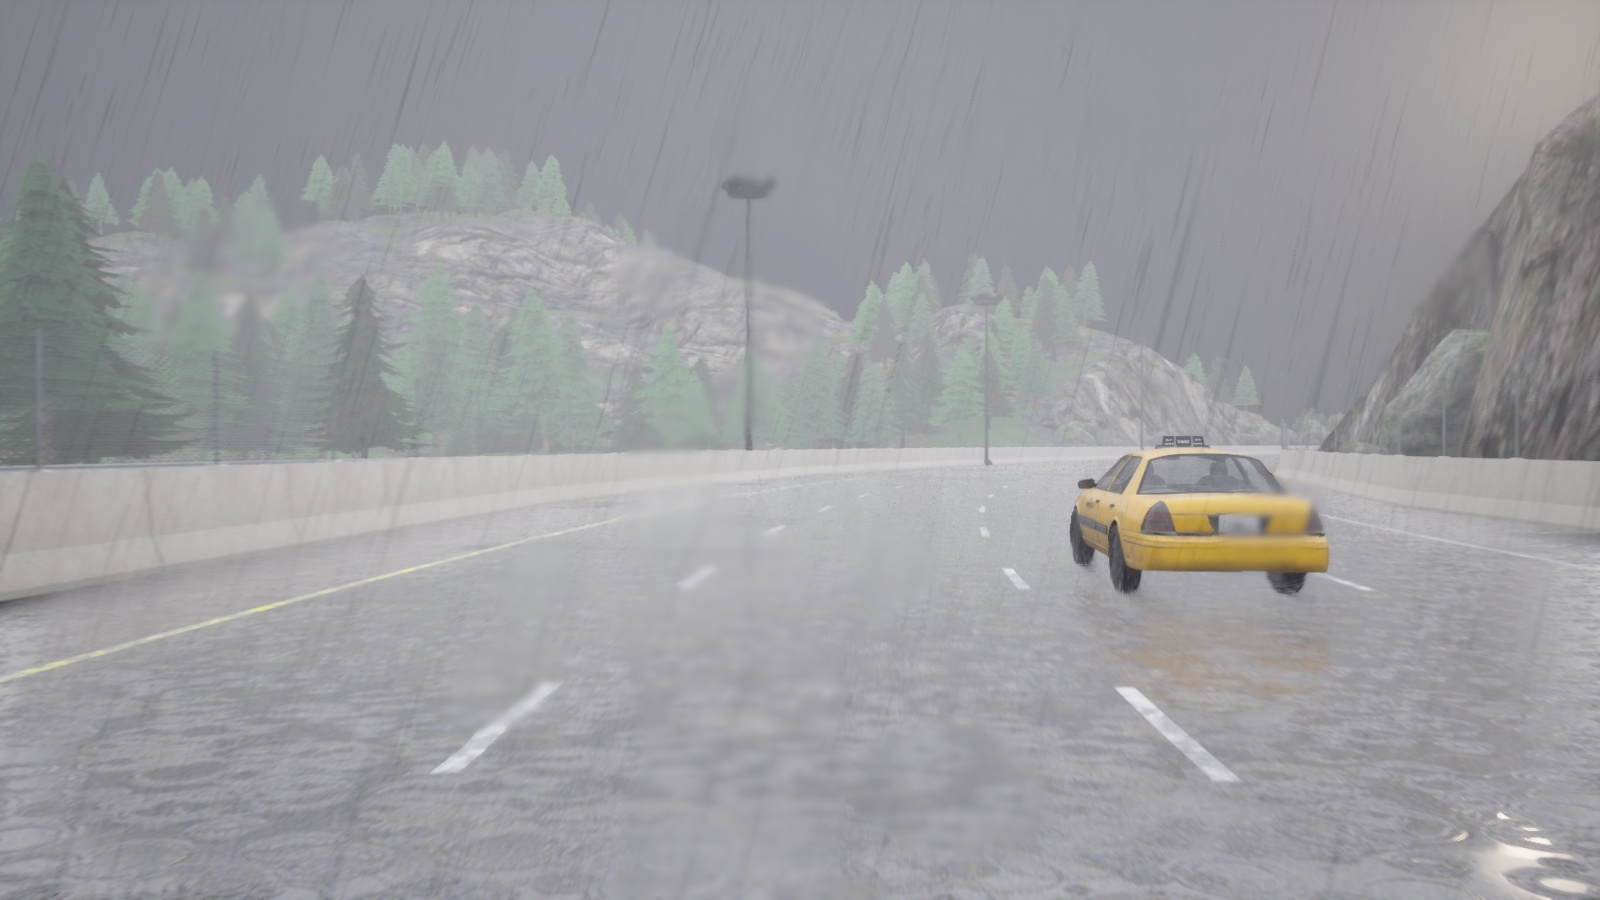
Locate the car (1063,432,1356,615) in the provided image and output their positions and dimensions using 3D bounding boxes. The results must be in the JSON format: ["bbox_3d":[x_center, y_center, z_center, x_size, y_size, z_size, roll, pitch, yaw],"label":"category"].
[{"bbox_3d":[4.116,0.621,13.610,1.801,1.575,5.366,0,0,5],"label":"car"}]
